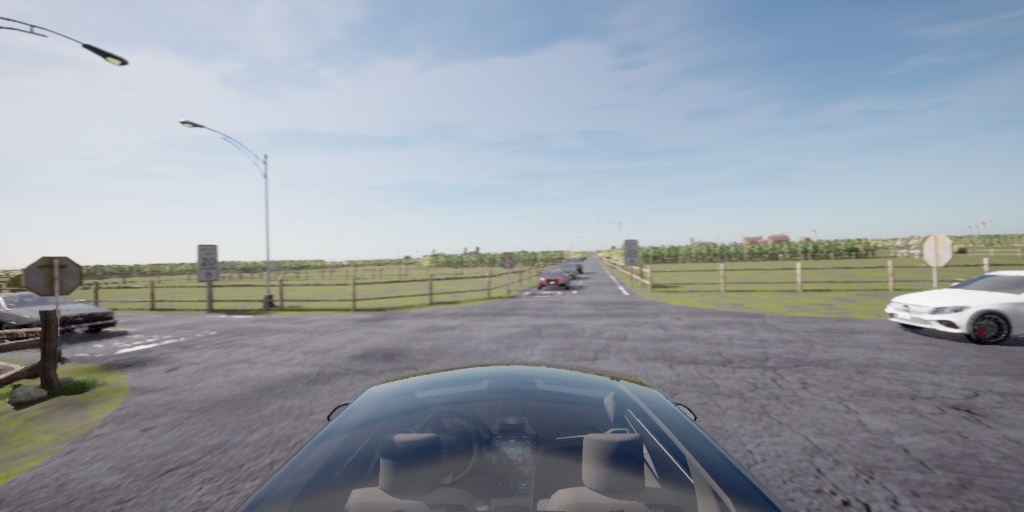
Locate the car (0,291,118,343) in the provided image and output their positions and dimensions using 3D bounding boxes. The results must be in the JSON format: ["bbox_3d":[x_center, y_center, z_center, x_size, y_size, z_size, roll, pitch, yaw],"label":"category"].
[{"bbox_3d":[-15.084,1.814,10.988,5.357,1.411,2.033,-2,0,13],"label":"car"}]

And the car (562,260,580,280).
[{"bbox_3d":[5.193,1.430,34.109,1.837,1.490,4.892,-2,-1,13],"label":"car"}]

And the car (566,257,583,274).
[{"bbox_3d":[7.626,1.166,44.576,2.150,2.045,5.566,-2,-1,13],"label":"car"}]

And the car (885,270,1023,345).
[{"bbox_3d":[11.200,1.026,7.753,4.674,1.442,1.812,-2,0,10],"label":"car"}]

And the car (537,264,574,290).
[{"bbox_3d":[2.871,1.464,24.054,1.994,1.385,4.181,-2,-1,11],"label":"car"}]
